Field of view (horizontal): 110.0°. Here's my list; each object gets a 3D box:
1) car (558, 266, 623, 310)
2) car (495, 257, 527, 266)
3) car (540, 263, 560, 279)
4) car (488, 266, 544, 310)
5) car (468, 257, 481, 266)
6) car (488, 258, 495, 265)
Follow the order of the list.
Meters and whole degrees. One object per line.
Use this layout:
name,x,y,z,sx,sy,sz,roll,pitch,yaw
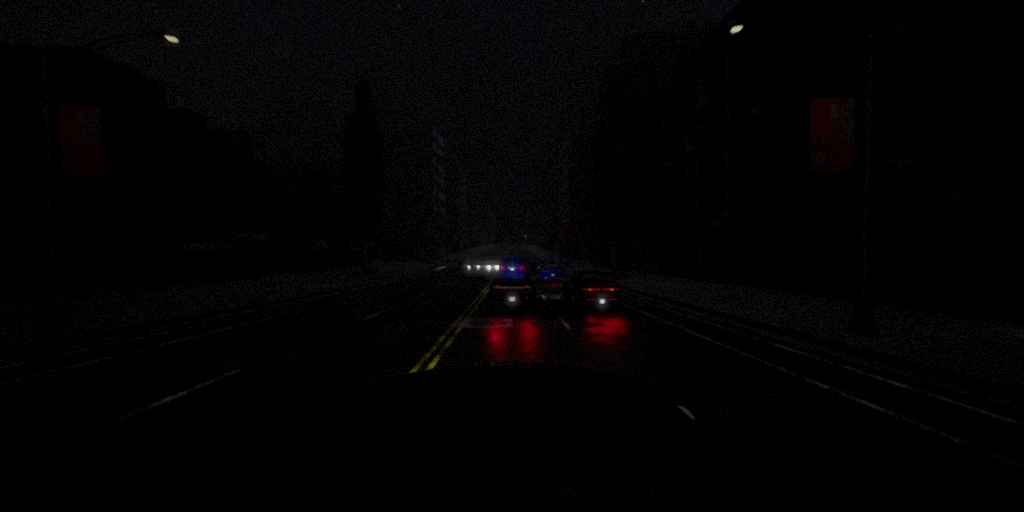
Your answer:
car,3.279,1.367,15.342,1.837,1.490,4.892,0,0,1
car,0.019,1.085,29.391,2.150,2.045,5.566,0,1,0
car,3.290,1.328,31.045,1.882,1.535,5.008,0,1,1
car,0.029,1.353,15.343,2.128,1.511,4.902,0,0,1
car,-6.504,0.833,62.513,1.882,1.535,5.008,0,1,0
car,-3.244,0.932,63.510,1.895,1.301,4.718,0,1,0
